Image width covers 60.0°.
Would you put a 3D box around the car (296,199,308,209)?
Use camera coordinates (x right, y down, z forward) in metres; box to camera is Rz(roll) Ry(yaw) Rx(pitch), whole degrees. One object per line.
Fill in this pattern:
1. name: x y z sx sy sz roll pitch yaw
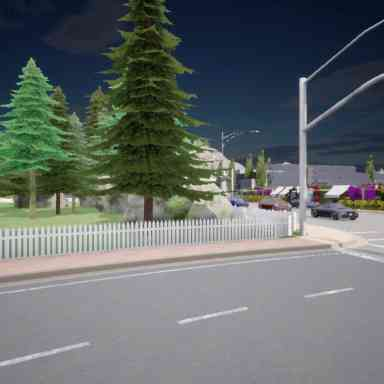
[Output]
1. car: 14.628 1.603 45.181 2.033 1.411 5.357 0 0 -16

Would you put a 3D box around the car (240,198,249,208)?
1. car: 6.409 1.533 47.613 1.882 1.535 5.008 0 0 -17

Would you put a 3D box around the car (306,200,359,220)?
1. car: 12.090 1.619 28.427 1.994 1.385 4.181 0 0 -16

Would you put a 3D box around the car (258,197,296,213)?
1. car: 9.337 1.408 37.718 2.097 1.767 4.553 0 0 -16
